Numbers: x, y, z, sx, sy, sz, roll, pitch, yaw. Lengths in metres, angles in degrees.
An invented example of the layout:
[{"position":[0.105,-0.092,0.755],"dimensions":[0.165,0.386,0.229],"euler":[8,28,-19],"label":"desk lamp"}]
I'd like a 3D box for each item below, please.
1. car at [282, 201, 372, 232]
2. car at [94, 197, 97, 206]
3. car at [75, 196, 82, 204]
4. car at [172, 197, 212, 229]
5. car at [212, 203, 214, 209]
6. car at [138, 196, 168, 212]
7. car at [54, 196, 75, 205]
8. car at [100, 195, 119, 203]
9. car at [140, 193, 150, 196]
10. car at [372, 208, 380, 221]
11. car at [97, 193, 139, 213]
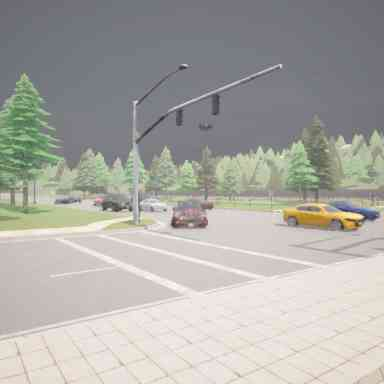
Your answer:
[{"position":[7.946,1.477,20.569],"dimensions":[1.882,1.535,5.008],"euler":[0,0,-35],"label":"car"},{"position":[-13.375,1.353,50.894],"dimensions":[2.097,1.767,4.553],"euler":[0,0,-35],"label":"car"},{"position":[-23.209,1.554,65.038],"dimensions":[2.033,1.411,5.357],"euler":[0,0,-35],"label":"car"},{"position":[-0.168,1.352,21.814],"dimensions":[2.097,1.767,4.553],"euler":[0,0,-3],"label":"car"},{"position":[0.780,1.478,42.925],"dimensions":[1.882,1.535,5.008],"euler":[0,0,-35],"label":"car"},{"position":[-4.607,1.526,38.449],"dimensions":[1.812,1.442,4.674],"euler":[0,0,-35],"label":"car"},{"position":[-22.353,1.601,57.632],"dimensions":[1.895,1.301,4.718],"euler":[0,0,-35],"label":"car"},{"position":[-17.047,1.391,68.443],"dimensions":[2.033,1.411,5.357],"euler":[0,0,-35],"label":"car"},{"position":[-8.160,1.216,55.647],"dimensions":[2.150,2.045,5.566],"euler":[0,1,-35],"label":"car"},{"position":[12.265,1.477,26.594],"dimensions":[1.882,1.535,5.008],"euler":[0,0,-35],"label":"car"},{"position":[-8.475,1.215,37.848],"dimensions":[2.150,2.045,5.566],"euler":[0,1,-36],"label":"car"}]
